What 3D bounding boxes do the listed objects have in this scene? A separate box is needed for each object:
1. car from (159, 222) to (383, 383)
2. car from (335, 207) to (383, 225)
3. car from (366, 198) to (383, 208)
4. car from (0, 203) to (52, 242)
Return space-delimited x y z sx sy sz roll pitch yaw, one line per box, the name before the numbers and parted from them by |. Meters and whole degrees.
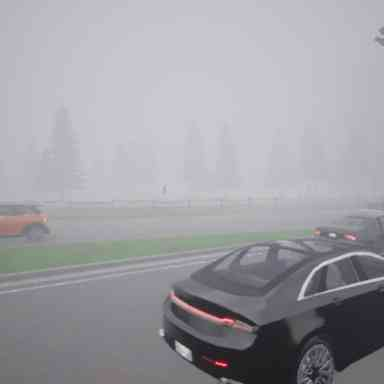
car | 1.889 1.467 4.939 4.902 1.511 2.128 0 0 -35
car | 6.843 1.481 12.394 5.357 1.411 2.033 0 0 -31
car | 21.853 1.359 37.872 4.181 1.385 1.994 0 0 -28
car | -8.803 1.310 15.004 4.553 1.767 2.097 0 0 -22
